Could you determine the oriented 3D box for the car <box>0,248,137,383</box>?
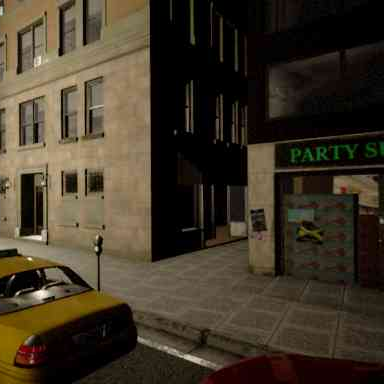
[{"bbox_3d":[-2.955,1.526,4.970,4.829,1.417,1.752,0,-1,36],"label":"car"}]

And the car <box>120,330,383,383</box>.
[{"bbox_3d":[1.799,1.582,1.571,4.206,1.307,1.802,0,-1,36],"label":"car"}]
